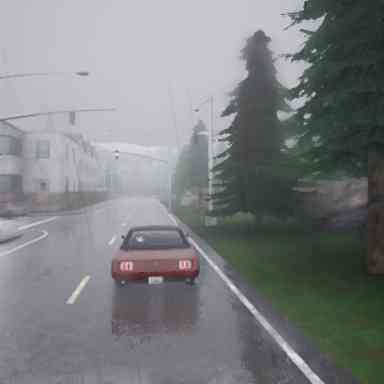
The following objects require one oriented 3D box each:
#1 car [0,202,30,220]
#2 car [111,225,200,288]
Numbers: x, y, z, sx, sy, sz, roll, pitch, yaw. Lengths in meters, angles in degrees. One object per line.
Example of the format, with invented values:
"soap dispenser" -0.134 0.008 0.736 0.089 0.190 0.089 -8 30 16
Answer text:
"car" -15.634 1.455 25.859 5.357 1.411 2.033 0 0 -14
"car" -0.998 1.554 9.165 1.895 1.301 4.718 0 0 -6
